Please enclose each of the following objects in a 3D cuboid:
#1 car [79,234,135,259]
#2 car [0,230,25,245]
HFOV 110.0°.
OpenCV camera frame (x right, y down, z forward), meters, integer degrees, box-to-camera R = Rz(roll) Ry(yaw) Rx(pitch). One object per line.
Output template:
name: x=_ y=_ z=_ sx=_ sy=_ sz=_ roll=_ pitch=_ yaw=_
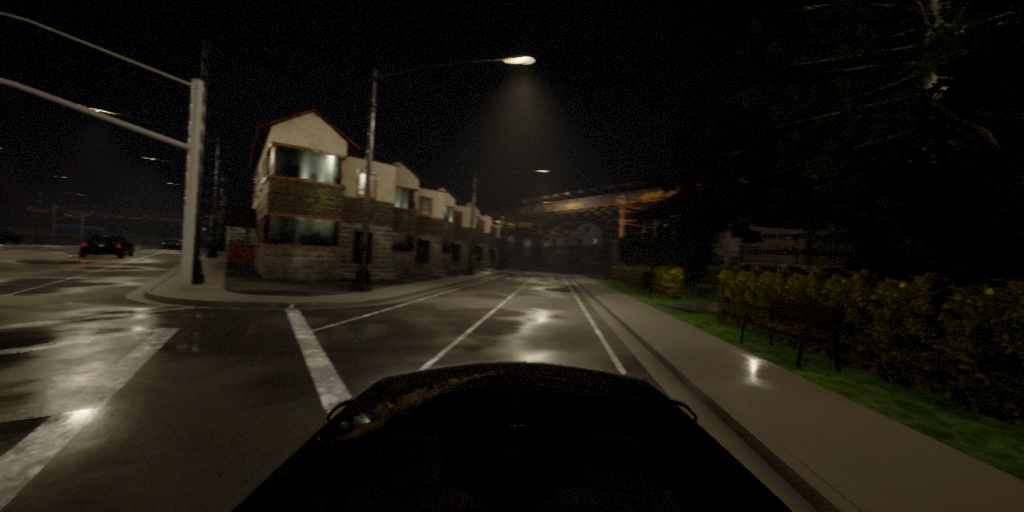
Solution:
car: x=-29.811 y=-0.816 z=26.577 sx=2.097 sy=1.767 sz=4.553 roll=3 pitch=1 yaw=-38
car: x=-49.466 y=-1.829 z=34.594 sx=2.033 sy=1.411 sz=5.357 roll=3 pitch=-1 yaw=-38
